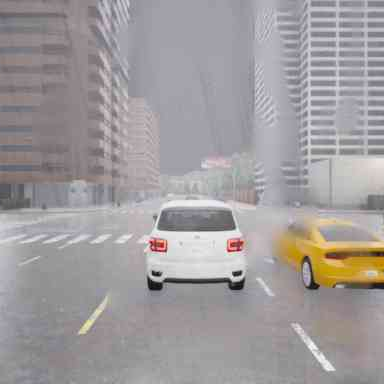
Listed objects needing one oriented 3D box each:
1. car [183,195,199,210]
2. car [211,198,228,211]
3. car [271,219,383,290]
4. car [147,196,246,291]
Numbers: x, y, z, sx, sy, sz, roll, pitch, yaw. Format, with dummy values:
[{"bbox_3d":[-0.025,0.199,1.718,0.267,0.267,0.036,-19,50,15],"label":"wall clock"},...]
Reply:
[{"bbox_3d":[-0.119,1.351,44.060,2.097,1.767,4.553,0,0,0],"label":"car"},{"bbox_3d":[3.398,1.525,41.686,1.812,1.442,4.674,0,0,0],"label":"car"},{"bbox_3d":[3.576,1.477,9.133,1.882,1.535,5.008,0,0,0],"label":"car"},{"bbox_3d":[0.065,1.221,9.180,2.150,2.045,5.566,0,0,-1],"label":"car"}]
